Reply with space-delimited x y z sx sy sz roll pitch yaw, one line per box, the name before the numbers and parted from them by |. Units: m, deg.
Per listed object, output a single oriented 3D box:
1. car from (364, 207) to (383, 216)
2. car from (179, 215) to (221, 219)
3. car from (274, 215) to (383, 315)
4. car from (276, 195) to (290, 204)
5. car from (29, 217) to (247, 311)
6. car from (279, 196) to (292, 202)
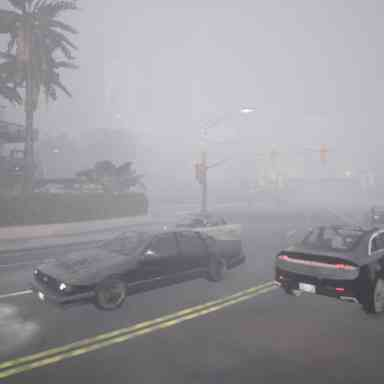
car | 13.122 1.654 22.944 1.895 1.301 4.718 0 0 22
car | 0.109 1.662 14.011 1.895 1.301 4.718 0 0 41
car | 3.766 1.513 7.733 2.128 1.511 4.902 0 0 44
car | 18.424 1.708 68.704 2.097 1.535 5.008 0 0 19
car | -0.911 1.587 8.139 5.357 1.411 2.033 0 0 -43
car | 23.897 1.759 85.011 2.231 1.521 4.892 0 0 29
